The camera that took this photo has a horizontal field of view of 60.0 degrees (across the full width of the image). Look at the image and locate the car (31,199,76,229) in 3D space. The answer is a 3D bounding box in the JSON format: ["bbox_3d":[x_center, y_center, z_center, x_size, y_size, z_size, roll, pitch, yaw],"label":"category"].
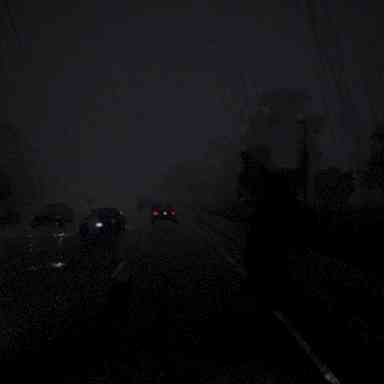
[{"bbox_3d":[-9.005,1.468,21.864,1.882,1.535,5.008,0,0,-9],"label":"car"}]

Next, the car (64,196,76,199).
[{"bbox_3d":[-22.282,1.452,60.845,2.128,1.511,4.902,0,0,-16],"label":"car"}]

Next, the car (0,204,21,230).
[{"bbox_3d":[-12.450,1.519,21.255,1.812,1.442,4.674,0,0,-9],"label":"car"}]

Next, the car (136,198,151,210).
[{"bbox_3d":[-5.982,1.463,42.317,2.128,1.511,4.902,0,0,-14],"label":"car"}]

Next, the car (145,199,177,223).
[{"bbox_3d":[-2.316,1.529,25.610,2.033,1.411,5.357,0,0,-10],"label":"car"}]

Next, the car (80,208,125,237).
[{"bbox_3d":[-4.758,1.554,18.120,1.994,1.385,4.181,0,0,-7],"label":"car"}]

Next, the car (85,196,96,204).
[{"bbox_3d":[-18.825,1.434,61.497,1.882,1.535,5.008,0,0,-16],"label":"car"}]
